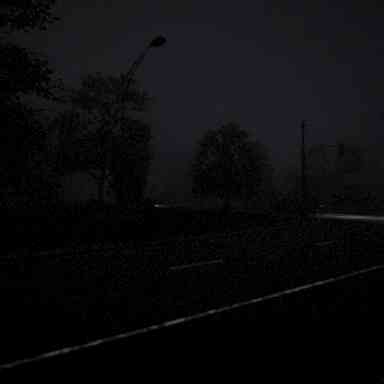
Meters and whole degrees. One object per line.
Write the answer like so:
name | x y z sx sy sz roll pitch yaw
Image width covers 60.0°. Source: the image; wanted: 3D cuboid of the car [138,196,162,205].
car | -6.712 1.310 51.037 2.033 1.411 5.357 -2 1 -39

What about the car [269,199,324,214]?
car | 9.544 1.306 30.584 1.895 1.301 4.718 -2 1 -38
